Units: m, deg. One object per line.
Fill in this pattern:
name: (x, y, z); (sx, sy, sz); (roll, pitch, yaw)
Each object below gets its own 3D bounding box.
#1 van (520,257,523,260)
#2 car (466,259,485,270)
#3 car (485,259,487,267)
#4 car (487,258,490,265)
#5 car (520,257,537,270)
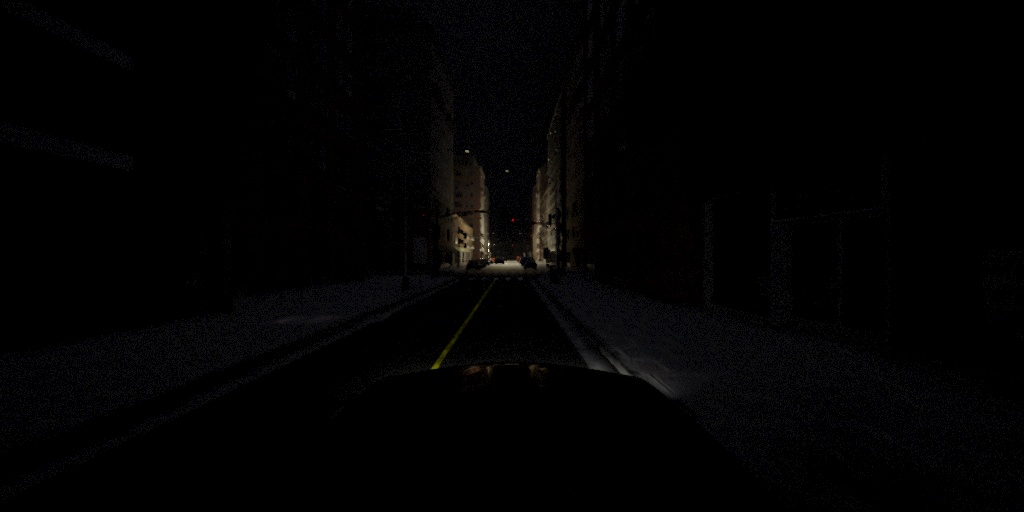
van: (2.606, 1.037, 56.711); (1.690, 1.789, 3.998); (0, 0, 0)
car: (-5.416, 1.269, 51.024); (1.948, 1.339, 4.313); (0, 0, 0)
car: (-5.419, 1.278, 56.706); (1.802, 1.307, 4.207); (0, 0, 0)
car: (-5.423, 1.254, 62.389); (1.948, 1.339, 4.313); (0, 0, 0)
car: (2.609, 1.254, 51.029); (2.007, 1.370, 4.403); (0, 0, 0)
